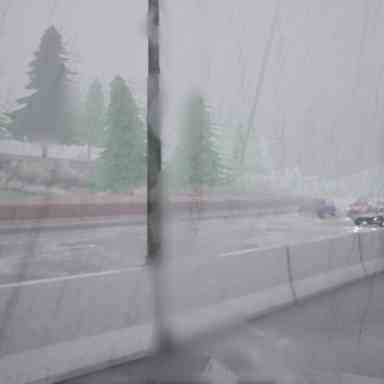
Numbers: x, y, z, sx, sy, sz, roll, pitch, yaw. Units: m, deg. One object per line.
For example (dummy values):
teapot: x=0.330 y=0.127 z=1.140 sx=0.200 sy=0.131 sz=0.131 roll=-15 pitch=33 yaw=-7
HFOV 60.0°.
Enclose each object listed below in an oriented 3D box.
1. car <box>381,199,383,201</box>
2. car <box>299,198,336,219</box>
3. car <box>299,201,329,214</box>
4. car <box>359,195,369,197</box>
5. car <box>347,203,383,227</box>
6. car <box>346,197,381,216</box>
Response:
car: x=39.362 y=2.084 z=68.734 sx=1.882 sy=1.535 sz=5.008 roll=-1 pitch=-1 yaw=24
car: x=13.209 y=1.618 z=34.707 sx=2.150 sy=2.045 sz=5.566 roll=-1 pitch=-1 yaw=42
car: x=15.999 y=1.990 z=43.461 sx=2.128 sy=1.511 sz=4.902 roll=-1 pitch=-1 yaw=39
car: x=35.545 y=1.626 z=68.808 sx=2.150 sy=2.045 sz=5.566 roll=-1 pitch=-1 yaw=26
car: x=14.045 y=1.805 z=25.348 sx=2.033 sy=1.411 sz=5.357 roll=-1 pitch=-1 yaw=45
car: x=17.667 y=1.713 z=34.542 sx=2.097 sy=1.767 sz=4.553 roll=-1 pitch=-1 yaw=41
